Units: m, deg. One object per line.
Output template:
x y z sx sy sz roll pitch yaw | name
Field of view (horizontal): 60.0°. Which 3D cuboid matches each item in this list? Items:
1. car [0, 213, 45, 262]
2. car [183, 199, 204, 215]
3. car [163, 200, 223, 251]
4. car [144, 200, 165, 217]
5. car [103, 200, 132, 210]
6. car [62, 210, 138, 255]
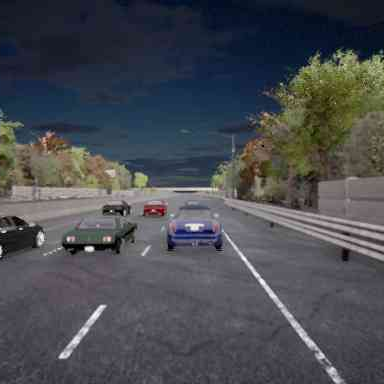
-6.899 1.503 11.663 1.837 1.490 4.892 0 0 0 | car
0.107 1.550 35.176 2.033 1.411 5.357 0 0 0 | car
0.101 1.350 14.289 2.097 1.767 4.553 0 0 0 | car
-3.392 1.478 31.554 1.882 1.535 5.008 0 0 0 | car
-6.893 1.478 30.977 1.882 1.535 5.008 0 0 0 | car
-3.396 1.599 13.250 1.895 1.301 4.718 0 0 0 | car
